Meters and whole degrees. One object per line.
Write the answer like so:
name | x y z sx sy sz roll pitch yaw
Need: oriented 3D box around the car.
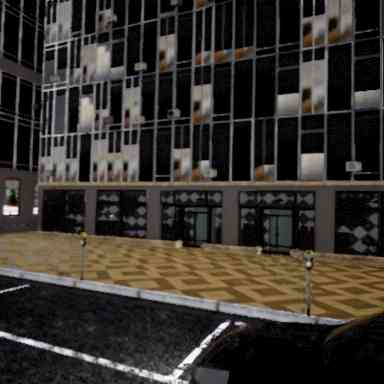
car | 2.308 1.685 2.486 4.892 1.490 1.837 1 -2 24
